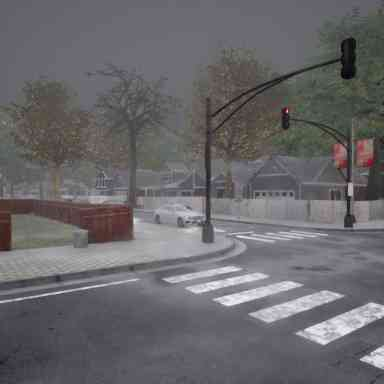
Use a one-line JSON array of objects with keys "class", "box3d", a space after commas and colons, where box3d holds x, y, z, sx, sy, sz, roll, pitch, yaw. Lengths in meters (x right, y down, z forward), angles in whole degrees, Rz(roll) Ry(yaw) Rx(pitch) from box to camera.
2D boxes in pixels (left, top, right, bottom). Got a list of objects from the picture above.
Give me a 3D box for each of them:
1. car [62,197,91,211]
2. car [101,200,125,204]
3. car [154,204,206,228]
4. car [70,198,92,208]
[{"class": "car", "box3d": [-14.808, 1.534, 42.157, 1.882, 1.535, 5.008, 0, 0, -35]}, {"class": "car", "box3d": [-7.336, 1.513, 31.661, 1.882, 1.535, 5.008, 0, 0, -35]}, {"class": "car", "box3d": [-0.933, 1.545, 22.681, 1.812, 1.442, 4.674, 0, 0, -36]}, {"class": "car", "box3d": [-16.614, 1.651, 49.653, 1.994, 1.385, 4.181, 0, 0, -35]}]
